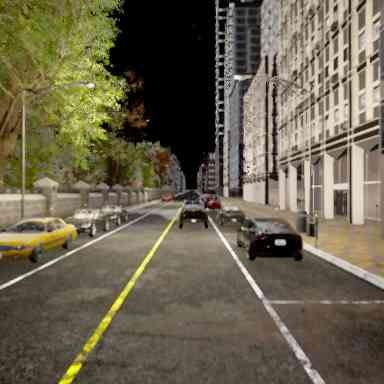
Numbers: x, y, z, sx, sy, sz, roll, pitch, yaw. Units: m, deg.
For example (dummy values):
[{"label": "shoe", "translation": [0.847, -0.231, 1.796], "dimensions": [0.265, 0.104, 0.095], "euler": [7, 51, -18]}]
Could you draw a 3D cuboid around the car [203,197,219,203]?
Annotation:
[{"label": "car", "translation": [2.704, 1.603, 40.633], "dimensions": [1.802, 1.307, 4.206], "euler": [0, 0, 0]}]

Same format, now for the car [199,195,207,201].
[{"label": "car", "translation": [2.713, 1.510, 80.572], "dimensions": [1.752, 1.417, 4.829], "euler": [1, 0, 0]}]

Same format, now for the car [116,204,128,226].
[{"label": "car", "translation": [-5.680, 1.569, 23.620], "dimensions": [2.008, 1.369, 4.403], "euler": [0, 0, 0]}]

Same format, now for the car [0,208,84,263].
[{"label": "car", "translation": [-5.682, 1.537, 12.083], "dimensions": [1.752, 1.417, 4.829], "euler": [0, 0, 0]}]

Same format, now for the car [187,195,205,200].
[{"label": "car", "translation": [0.109, 1.373, 40.746], "dimensions": [2.097, 1.767, 4.553], "euler": [0, 0, 0]}]

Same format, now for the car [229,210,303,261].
[{"label": "car", "translation": [2.698, 1.577, 12.227], "dimensions": [1.947, 1.339, 4.313], "euler": [0, 0, 0]}]

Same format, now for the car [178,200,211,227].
[{"label": "car", "translation": [0.106, 1.522, 22.723], "dimensions": [1.837, 1.490, 4.892], "euler": [0, 0, 0]}]

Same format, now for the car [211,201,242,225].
[{"label": "car", "translation": [2.700, 1.569, 23.591], "dimensions": [2.008, 1.369, 4.403], "euler": [0, 0, 0]}]

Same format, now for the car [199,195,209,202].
[{"label": "car", "translation": [2.713, 1.433, 74.722], "dimensions": [1.967, 1.590, 4.097], "euler": [1, 0, 0]}]

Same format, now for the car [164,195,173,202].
[{"label": "car", "translation": [-5.667, 1.511, 80.276], "dimensions": [1.752, 1.417, 4.829], "euler": [1, 0, 0]}]

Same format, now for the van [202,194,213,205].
[{"label": "van", "translation": [2.710, 1.353, 57.677], "dimensions": [1.690, 1.788, 3.998], "euler": [1, 0, 0]}]

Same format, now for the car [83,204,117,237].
[{"label": "car", "translation": [-5.681, 1.566, 17.936], "dimensions": [2.008, 1.369, 4.403], "euler": [0, 0, 0]}]

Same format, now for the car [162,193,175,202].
[{"label": "car", "translation": [-5.666, 1.309, 74.765], "dimensions": [2.192, 1.841, 5.009], "euler": [1, 0, 0]}]

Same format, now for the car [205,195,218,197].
[{"label": "car", "translation": [2.707, 1.334, 46.316], "dimensions": [2.192, 1.841, 5.009], "euler": [0, 0, 0]}]

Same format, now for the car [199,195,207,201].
[{"label": "car", "translation": [2.714, 1.542, 86.082], "dimensions": [1.947, 1.339, 4.313], "euler": [1, 0, 0]}]

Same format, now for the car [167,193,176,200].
[{"label": "car", "translation": [-5.662, 1.281, 91.812], "dimensions": [2.192, 1.841, 5.009], "euler": [1, 0, 0]}]
